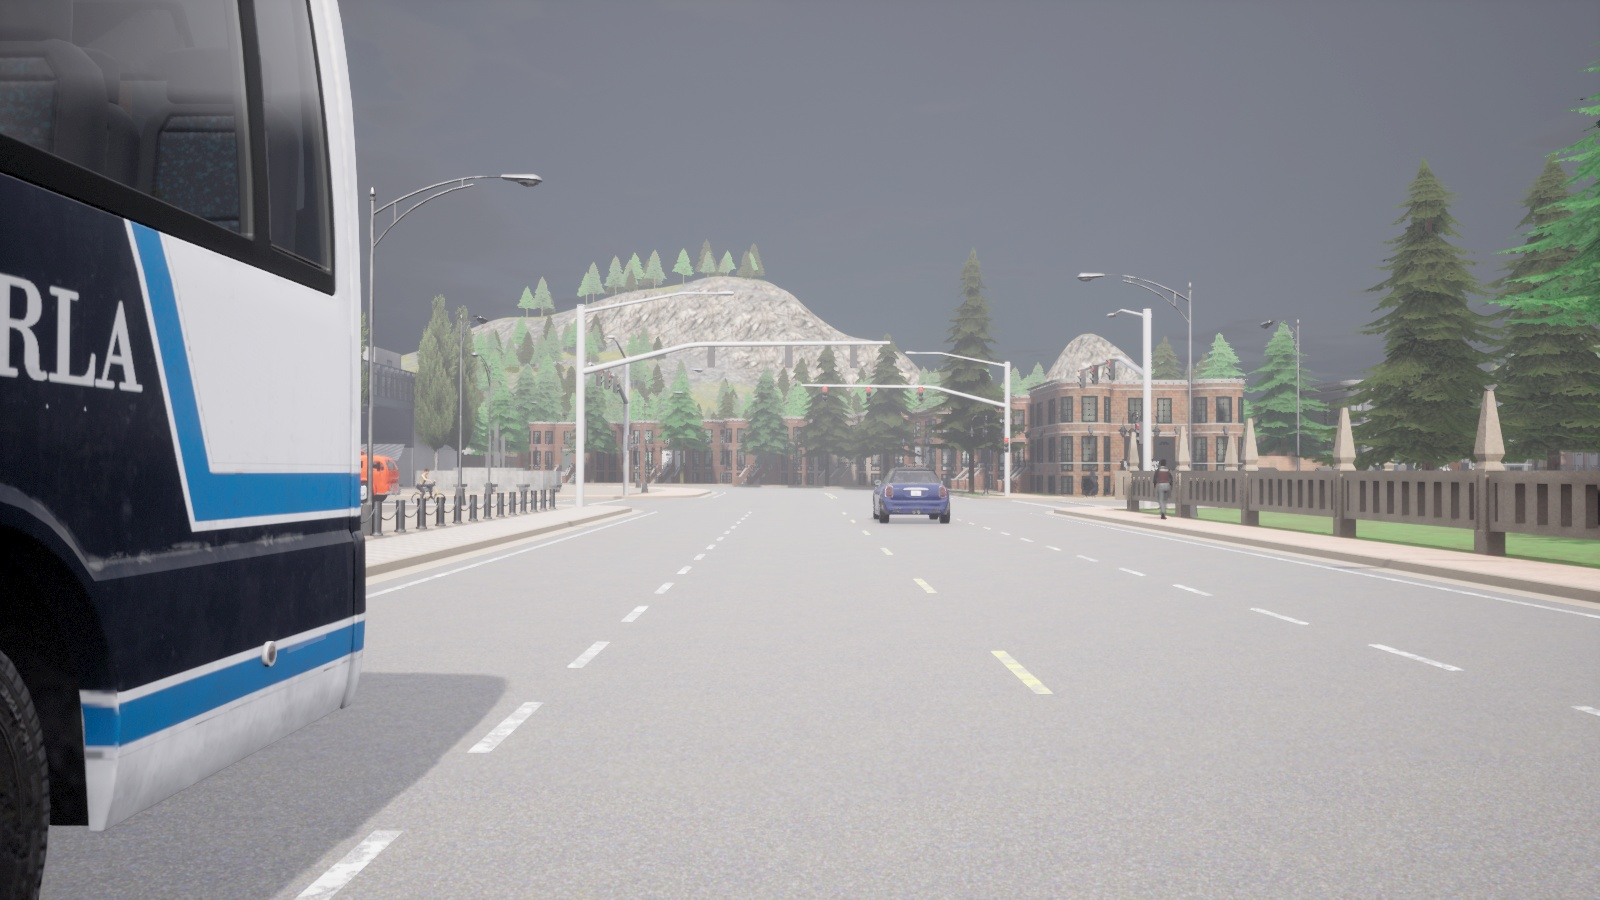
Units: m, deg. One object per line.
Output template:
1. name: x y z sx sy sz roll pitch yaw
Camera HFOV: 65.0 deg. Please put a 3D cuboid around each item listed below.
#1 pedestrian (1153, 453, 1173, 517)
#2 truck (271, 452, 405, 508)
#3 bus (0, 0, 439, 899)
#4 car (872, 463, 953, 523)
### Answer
1. pedestrian: 10.910 1.049 37.729 0.402 1.930 0.666 0 -1 2
2. truck: -21.139 1.360 57.649 5.204 2.467 2.627 0 -1 0
3. bus: -3.506 -0.545 0.231 3.944 4.253 10.273 0 -1 0
4. car: 3.418 1.301 39.055 2.097 1.767 4.553 0 -1 0
